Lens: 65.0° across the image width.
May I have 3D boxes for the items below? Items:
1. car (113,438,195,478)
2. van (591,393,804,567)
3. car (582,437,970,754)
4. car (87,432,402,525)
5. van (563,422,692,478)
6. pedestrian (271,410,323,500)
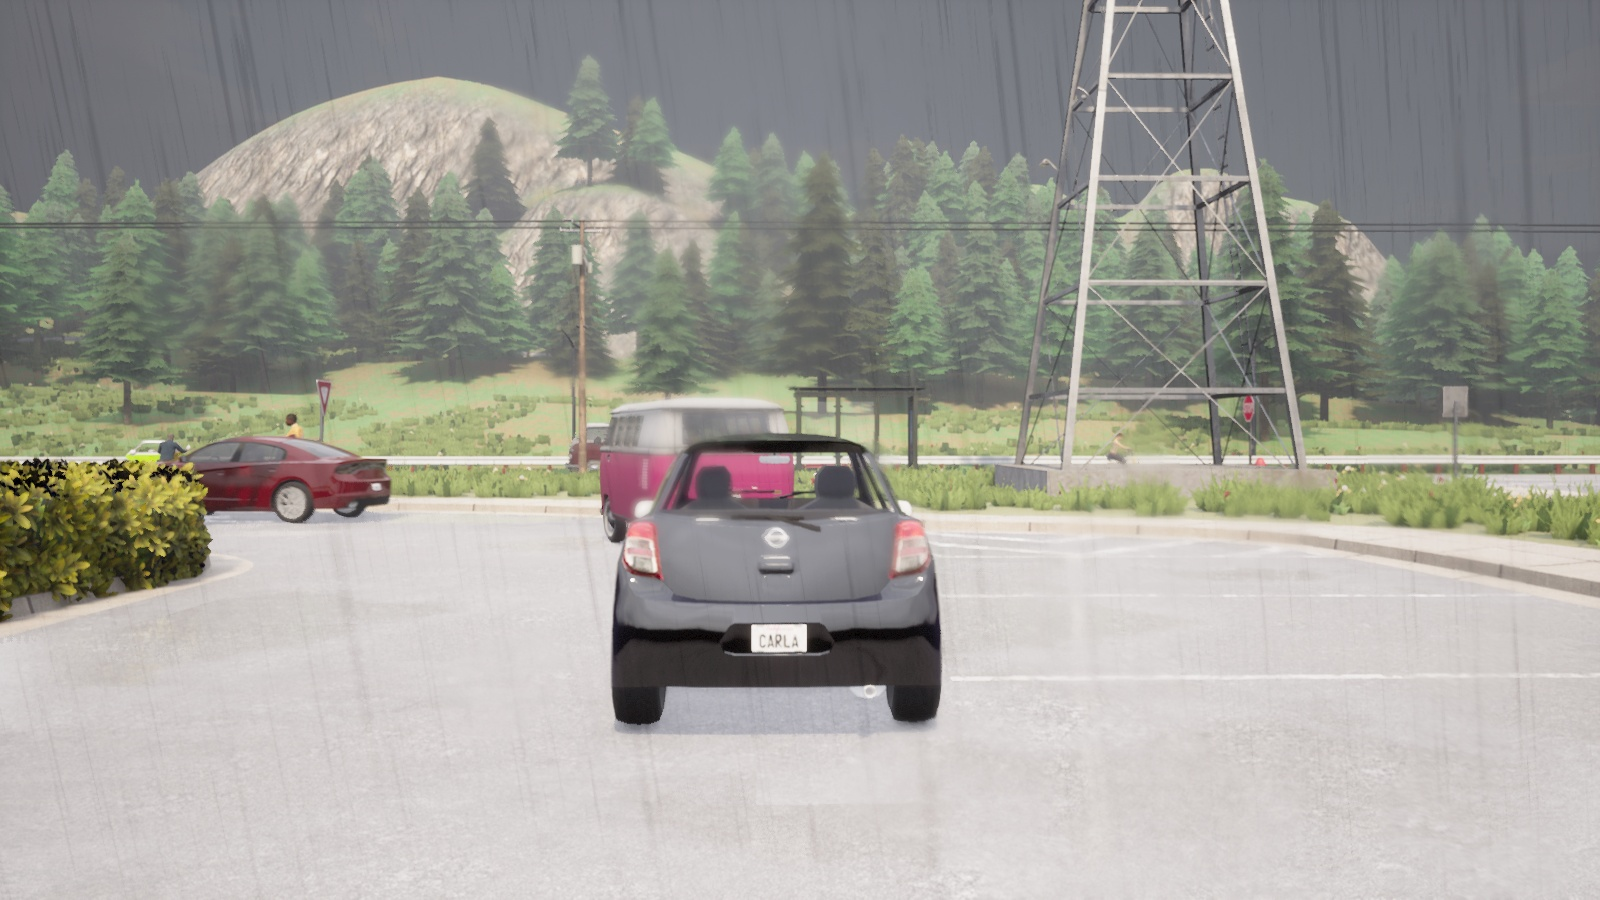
[{"bbox_3d":[-23.190,0.283,45.140,2.207,1.376,1.481,0,1,-1],"label":"car"},{"bbox_3d":[-1.509,0.315,16.666,1.775,1.987,4.442,0,1,-19],"label":"van"},{"bbox_3d":[-0.158,0.674,7.808,1.845,1.501,3.633,0,1,-1],"label":"car"},{"bbox_3d":[-9.938,0.466,22.577,5.008,1.535,1.882,0,1,11],"label":"car"},{"bbox_3d":[-6.188,-0.005,45.410,4.442,1.987,1.775,0,1,-1],"label":"van"},{"bbox_3d":[-10.537,0.103,26.331,0.900,1.855,0.874,0,1,-14],"label":"pedestrian"}]
